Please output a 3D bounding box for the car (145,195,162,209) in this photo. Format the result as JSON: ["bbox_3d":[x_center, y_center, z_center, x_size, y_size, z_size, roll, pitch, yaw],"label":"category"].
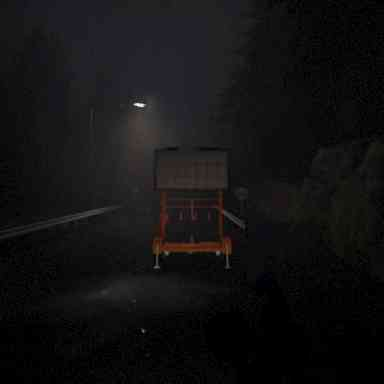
[{"bbox_3d":[-4.228,1.093,38.658,1.882,1.535,5.008,0,0,0],"label":"car"}]

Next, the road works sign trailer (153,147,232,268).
[{"bbox_3d":[0.003,0.356,10.792,2.380,3.560,2.880,0,1,0],"label":"road works sign trailer"}]
